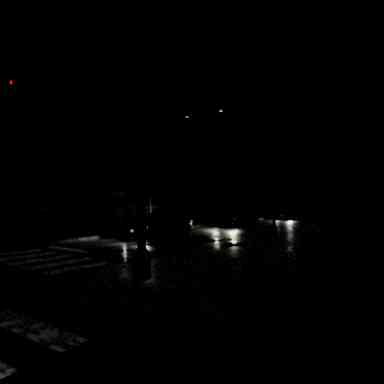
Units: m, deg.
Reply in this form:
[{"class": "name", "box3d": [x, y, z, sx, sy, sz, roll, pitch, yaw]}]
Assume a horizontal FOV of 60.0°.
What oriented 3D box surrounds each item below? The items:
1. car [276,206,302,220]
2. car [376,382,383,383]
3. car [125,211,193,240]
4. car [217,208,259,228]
[{"class": "car", "box3d": [11.283, 2.400, 38.504, 1.837, 1.490, 4.892, -1, -2, 36]}, {"class": "car", "box3d": [2.704, 1.540, 1.022, 4.403, 1.369, 2.008, 0, 0, 36]}, {"class": "car", "box3d": [-1.861, 1.926, 20.040, 1.837, 1.490, 4.892, -1, -1, 35]}, {"class": "car", "box3d": [3.999, 2.108, 28.284, 1.882, 1.535, 5.008, -1, -1, 35]}]
